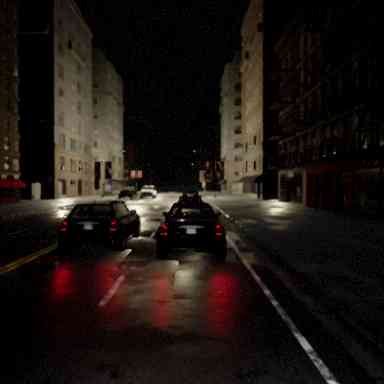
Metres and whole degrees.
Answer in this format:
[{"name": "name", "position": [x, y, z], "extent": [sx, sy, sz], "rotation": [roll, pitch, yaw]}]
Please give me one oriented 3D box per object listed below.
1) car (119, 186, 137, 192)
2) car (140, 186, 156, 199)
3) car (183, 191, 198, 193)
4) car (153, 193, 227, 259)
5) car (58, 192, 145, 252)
[{"name": "car", "position": [-10.198, 0.077, 53.121], "extent": [2.150, 2.045, 5.566], "rotation": [0, 1, 0]}, {"name": "car", "position": [-6.948, 0.051, 53.112], "extent": [2.150, 2.045, 5.566], "rotation": [0, 1, -1]}, {"name": "car", "position": [-0.145, 0.693, 29.577], "extent": [2.097, 1.767, 4.553], "rotation": [0, 1, -1]}, {"name": "car", "position": [-0.001, 1.088, 11.630], "extent": [2.097, 1.767, 4.553], "rotation": [0, 1, 1]}, {"name": "car", "position": [-3.259, 1.067, 12.597], "extent": [2.097, 1.767, 4.553], "rotation": [0, 1, 0]}]
